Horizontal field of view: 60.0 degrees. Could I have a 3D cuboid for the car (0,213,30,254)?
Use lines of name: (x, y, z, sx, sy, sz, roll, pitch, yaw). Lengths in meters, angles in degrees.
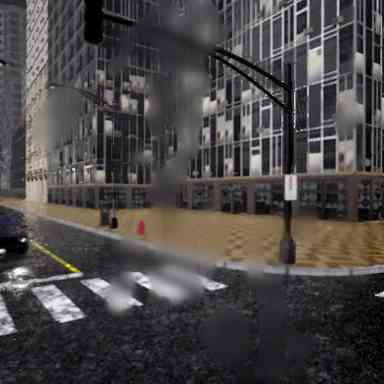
car: (-7.784, 1.538, 13.060, 2.033, 1.411, 5.357, 0, 0, -35)
